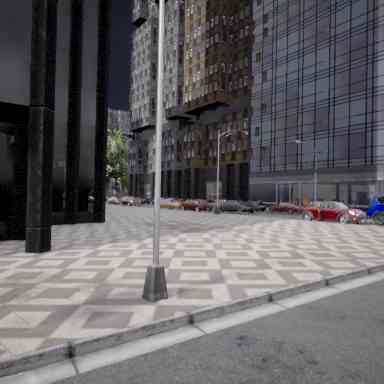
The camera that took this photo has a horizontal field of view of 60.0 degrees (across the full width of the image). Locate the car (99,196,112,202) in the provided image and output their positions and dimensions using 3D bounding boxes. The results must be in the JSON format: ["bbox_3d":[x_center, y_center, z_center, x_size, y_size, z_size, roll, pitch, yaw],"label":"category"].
[{"bbox_3d":[-21.326,1.758,81.763,1.802,1.307,4.206,2,-1,-35],"label":"car"}]

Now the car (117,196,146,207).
[{"bbox_3d":[-9.174,1.391,50.011,1.967,1.590,4.097,2,-1,-35],"label":"car"}]

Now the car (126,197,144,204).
[{"bbox_3d":[-11.778,1.743,68.355,1.947,1.339,4.313,2,-1,-35],"label":"car"}]

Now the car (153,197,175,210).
[{"bbox_3d":[-2.711,1.471,40.930,1.752,1.417,4.829,2,-1,-35],"label":"car"}]

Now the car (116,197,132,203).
[{"bbox_3d":[-14.961,1.743,72.824,1.947,1.339,4.313,2,-1,-35],"label":"car"}]

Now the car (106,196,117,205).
[{"bbox_3d":[-12.361,1.534,54.479,1.802,1.307,4.206,2,-1,-35],"label":"car"}]

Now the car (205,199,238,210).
[{"bbox_3d":[4.037,1.696,46.146,1.752,1.417,4.829,2,-1,-35],"label":"car"}]

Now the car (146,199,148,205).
[{"bbox_3d":[-9.300,1.706,60.111,1.895,1.301,4.718,2,-1,-35],"label":"car"}]

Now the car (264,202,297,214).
[{"bbox_3d":[10.499,1.746,37.068,1.802,1.307,4.206,2,-1,-35],"label":"car"}]

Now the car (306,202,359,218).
[{"bbox_3d":[13.682,1.727,32.598,1.947,1.339,4.313,2,-1,-35],"label":"car"}]

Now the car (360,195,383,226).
[{"bbox_3d":[14.004,1.210,21.002,2.150,2.045,5.566,2,-1,-27],"label":"car"}]

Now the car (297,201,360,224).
[{"bbox_3d":[9.906,1.372,23.215,1.967,1.590,4.097,2,-1,-36],"label":"car"}]

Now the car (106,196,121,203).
[{"bbox_3d":[-18.241,1.702,77.433,1.752,1.417,4.829,2,-1,-35],"label":"car"}]

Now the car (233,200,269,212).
[{"bbox_3d":[7.317,1.733,41.537,1.947,1.339,4.313,2,-1,-35],"label":"car"}]

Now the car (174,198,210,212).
[{"bbox_3d":[0.373,1.487,36.598,1.887,1.381,4.507,2,-1,-35],"label":"car"}]

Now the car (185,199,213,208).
[{"bbox_3d":[0.952,1.725,50.476,2.008,1.369,4.403,2,-1,-35],"label":"car"}]

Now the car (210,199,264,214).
[{"bbox_3d":[4.667,1.558,35.161,2.033,1.411,5.357,2,-1,-35],"label":"car"}]

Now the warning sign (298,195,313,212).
[{"bbox_3d":[12.857,1.340,37.752,1.300,1.860,1.060,2,-1,-35],"label":"warning sign"}]

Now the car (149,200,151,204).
[{"bbox_3d":[-3.723,1.498,46.988,1.882,1.535,5.008,2,0,-35],"label":"car"}]

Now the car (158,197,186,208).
[{"bbox_3d":[-3.212,1.595,51.639,2.128,1.511,4.902,2,-1,-35],"label":"car"}]
